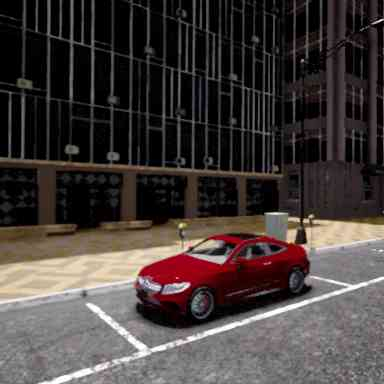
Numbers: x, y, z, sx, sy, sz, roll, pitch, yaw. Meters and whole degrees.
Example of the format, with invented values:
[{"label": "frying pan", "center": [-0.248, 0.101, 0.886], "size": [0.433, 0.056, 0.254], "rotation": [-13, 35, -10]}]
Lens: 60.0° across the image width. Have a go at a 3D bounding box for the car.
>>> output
[{"label": "car", "center": [0.854, 1.580, 7.163], "size": [4.206, 1.307, 1.802], "rotation": [0, 1, -36]}]
